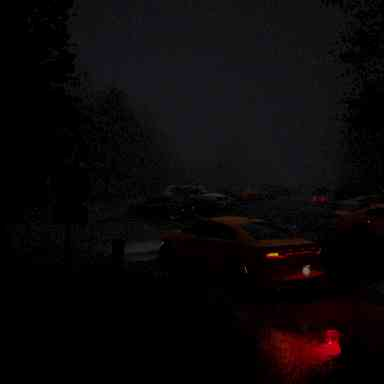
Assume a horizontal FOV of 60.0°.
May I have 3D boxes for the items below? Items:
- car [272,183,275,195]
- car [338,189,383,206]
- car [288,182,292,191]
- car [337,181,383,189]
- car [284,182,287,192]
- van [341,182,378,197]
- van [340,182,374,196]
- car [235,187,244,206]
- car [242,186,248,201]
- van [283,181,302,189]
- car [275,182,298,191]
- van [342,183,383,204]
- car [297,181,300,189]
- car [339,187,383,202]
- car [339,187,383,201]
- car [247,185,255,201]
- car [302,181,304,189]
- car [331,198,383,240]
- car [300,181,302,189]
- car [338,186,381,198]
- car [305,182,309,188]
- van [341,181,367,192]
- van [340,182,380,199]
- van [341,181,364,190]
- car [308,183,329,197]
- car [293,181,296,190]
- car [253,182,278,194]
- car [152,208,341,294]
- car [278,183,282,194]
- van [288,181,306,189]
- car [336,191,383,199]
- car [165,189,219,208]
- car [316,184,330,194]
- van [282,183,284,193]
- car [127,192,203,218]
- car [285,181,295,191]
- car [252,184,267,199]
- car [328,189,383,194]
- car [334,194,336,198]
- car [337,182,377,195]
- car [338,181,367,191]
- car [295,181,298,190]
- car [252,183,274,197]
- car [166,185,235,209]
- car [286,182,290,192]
[{"bbox_3d":[8.169,-0.077,44.916,4.892,1.521,2.231,1,3,24],"label":"car"},{"bbox_3d":[16.666,0.496,31.962,4.792,1.488,2.163,1,3,24],"label":"car"},{"bbox_3d":[14.963,-0.624,60.115,4.792,1.488,2.163,1,2,24],"label":"car"},{"bbox_3d":[15.584,0.335,29.402,5.566,2.045,2.435,1,3,24],"label":"car"},{"bbox_3d":[12.692,-0.435,55.052,4.792,1.488,2.163,1,2,24],"label":"car"},{"bbox_3d":[23.594,-0.383,47.038,4.442,1.987,1.878,1,2,24],"label":"van"},{"bbox_3d":[24.515,-0.481,49.660,4.442,1.987,1.878,1,2,24],"label":"van"},{"bbox_3d":[1.534,0.613,29.664,5.366,1.575,1.946,1,3,24],"label":"car"},{"bbox_3d":[2.506,0.495,32.268,4.892,1.521,2.231,1,3,24],"label":"car"},{"bbox_3d":[25.106,-1.730,82.924,4.442,1.987,1.878,1,2,24],"label":"van"},{"bbox_3d":[20.641,-1.251,72.767,4.553,1.767,2.185,1,2,24],"label":"car"},{"bbox_3d":[17.982,0.122,34.529,4.442,1.987,1.878,1,3,24],"label":"van"},{"bbox_3d":[19.364,-1.037,70.304,5.366,1.575,1.946,1,2,24],"label":"car"},{"bbox_3d":[19.036,0.264,37.102,4.792,1.488,2.163,1,3,24],"label":"car"},{"bbox_3d":[20.116,0.162,39.509,4.792,1.488,2.163,1,2,24],"label":"car"},{"bbox_3d":[3.467,0.370,34.876,5.366,1.575,1.946,1,3,24],"label":"car"},{"bbox_3d":[22.936,-1.314,77.825,5.008,1.535,2.097,1,2,24],"label":"car"},{"bbox_3d":[8.805,1.289,14.390,5.008,1.535,2.097,1,3,24],"label":"car"},{"bbox_3d":[21.776,-1.345,75.299,4.553,1.767,2.185,1,2,24],"label":"car"},{"bbox_3d":[22.359,-0.065,44.566,5.008,1.535,2.097,1,2,24],"label":"car"},{"bbox_3d":[26.374,-1.848,85.396,5.566,2.045,2.435,1,2,24],"label":"car"},{"bbox_3d":[31.579,-1.046,64.835,4.442,1.987,1.878,1,2,24],"label":"van"},{"bbox_3d":[21.116,-0.195,42.064,4.442,1.987,1.878,1,2,24],"label":"van"},{"bbox_3d":[36.113,-1.423,74.938,4.442,1.987,1.878,1,2,24],"label":"van"},{"bbox_3d":[18.242,-0.164,47.468,2.128,1.511,4.902,1,2,24],"label":"car"},{"bbox_3d":[17.267,-0.841,65.162,4.892,1.521,2.231,1,2,24],"label":"car"},{"bbox_3d":[9.341,-0.304,47.430,4.553,1.767,2.185,1,2,24],"label":"car"},{"bbox_3d":[0.934,1.365,8.580,1.882,1.535,5.008,2,-1,-31],"label":"car"},{"bbox_3d":[10.473,-0.245,49.965,4.792,1.488,2.163,1,2,24],"label":"car"},{"bbox_3d":[28.507,-1.939,90.506,4.442,1.987,1.878,1,1,24],"label":"van"},{"bbox_3d":[9.971,1.046,16.896,4.553,1.767,2.185,1,3,24],"label":"car"},{"bbox_3d":[-0.902,0.850,24.677,5.008,1.535,2.097,1,3,24],"label":"car"},{"bbox_3d":[22.455,-0.529,56.857,1.882,1.535,5.008,1,2,24],"label":"car"},{"bbox_3d":[11.689,-0.594,52.452,4.442,1.987,1.878,1,2,24],"label":"van"},{"bbox_3d":[-2.069,0.997,22.162,4.792,1.488,2.163,1,3,24],"label":"car"},{"bbox_3d":[15.957,-0.753,62.709,5.366,1.575,1.946,1,2,24],"label":"car"},{"bbox_3d":[5.788,0.130,40.047,5.366,1.575,1.946,1,3,24],"label":"car"},{"bbox_3d":[13.123,0.816,24.451,5.366,1.575,1.946,1,3,24],"label":"car"},{"bbox_3d":[10.999,1.088,19.339,4.792,1.488,2.163,1,3,24],"label":"car"},{"bbox_3d":[25.729,-0.599,52.148,5.566,2.045,2.435,1,2,24],"label":"car"},{"bbox_3d":[34.847,-1.357,72.470,5.566,2.045,2.435,1,2,24],"label":"car"},{"bbox_3d":[18.392,-0.935,67.699,4.892,1.521,2.231,1,2,24],"label":"car"},{"bbox_3d":[7.212,0.028,42.314,5.366,1.575,1.946,1,3,24],"label":"car"},{"bbox_3d":[0.254,0.481,27.186,5.566,2.045,2.435,1,3,24],"label":"car"},{"bbox_3d":[13.828,-0.530,57.584,4.792,1.488,2.163,1,2,24],"label":"car"}]
